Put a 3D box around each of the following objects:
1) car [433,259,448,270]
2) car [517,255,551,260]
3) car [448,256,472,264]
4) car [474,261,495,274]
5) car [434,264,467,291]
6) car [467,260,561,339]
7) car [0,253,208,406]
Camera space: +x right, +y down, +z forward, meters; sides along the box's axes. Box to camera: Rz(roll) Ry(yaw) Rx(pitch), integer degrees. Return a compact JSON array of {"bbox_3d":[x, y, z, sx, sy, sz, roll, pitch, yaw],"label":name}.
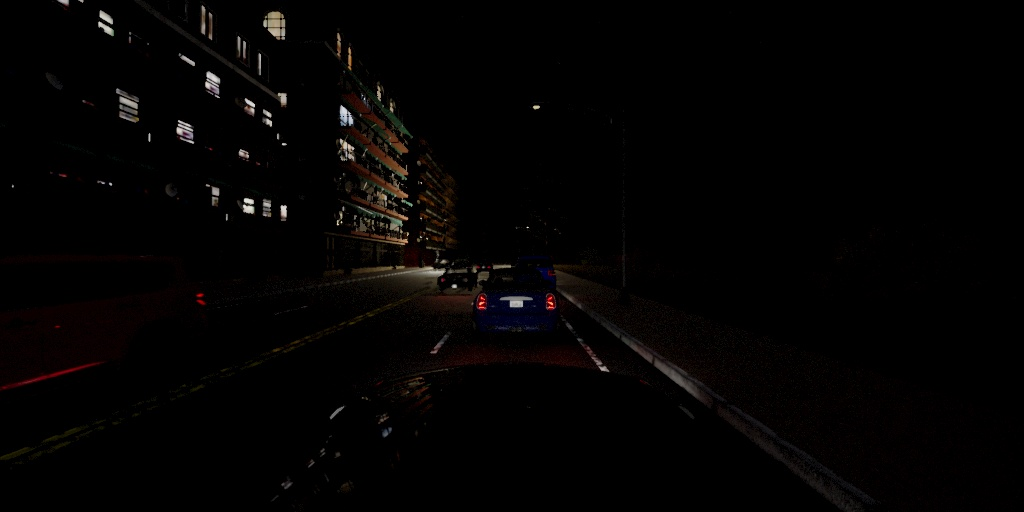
[{"bbox_3d":[-9.843,1.245,50.556,2.128,1.511,4.902,0,0,0],"label":"car"},{"bbox_3d":[1.137,0.978,19.801,2.150,2.045,5.566,0,0,0],"label":"car"},{"bbox_3d":[-6.597,0.975,47.640,2.150,2.045,5.566,0,0,0],"label":"car"},{"bbox_3d":[-3.149,1.301,42.160,2.033,1.411,5.357,0,0,0],"label":"car"},{"bbox_3d":[-3.152,1.354,21.887,1.895,1.301,4.718,0,0,0],"label":"car"},{"bbox_3d":[0.098,1.104,10.226,2.097,1.767,4.553,0,0,0],"label":"car"},{"bbox_3d":[-6.602,0.972,4.171,2.150,2.045,5.566,0,0,0],"label":"car"}]
